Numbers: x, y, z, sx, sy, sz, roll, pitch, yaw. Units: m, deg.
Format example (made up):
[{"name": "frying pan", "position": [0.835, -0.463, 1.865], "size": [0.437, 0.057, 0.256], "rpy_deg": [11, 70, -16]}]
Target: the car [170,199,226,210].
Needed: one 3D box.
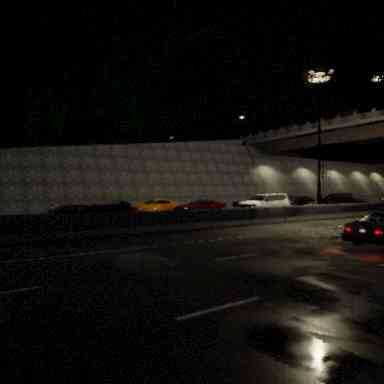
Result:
[{"name": "car", "position": [0.815, 1.404, 30.326], "size": [5.008, 1.535, 1.882], "rpy_deg": [0, 0, -35]}]

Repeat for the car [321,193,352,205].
[{"name": "car", "position": [18.759, 1.151, 43.003], "size": [5.566, 2.045, 2.150], "rpy_deg": [1, 0, -35]}]

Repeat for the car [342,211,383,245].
[{"name": "car", "position": [8.519, 1.526, 14.099], "size": [5.357, 1.411, 2.033], "rpy_deg": [0, 0, -35]}]

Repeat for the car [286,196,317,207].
[{"name": "car", "position": [16.537, 1.408, 50.032], "size": [4.892, 1.490, 1.837], "rpy_deg": [-1, 1, -35]}]

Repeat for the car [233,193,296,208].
[{"name": "car", "position": [6.566, 1.156, 30.114], "size": [5.566, 2.045, 2.150], "rpy_deg": [0, 0, -36]}]

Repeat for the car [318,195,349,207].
[{"name": "car", "position": [20.707, 1.271, 48.723], "size": [4.553, 1.767, 2.097], "rpy_deg": [0, 0, -35]}]

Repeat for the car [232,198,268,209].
[{"name": "car", "position": [7.601, 1.506, 43.681], "size": [4.718, 1.301, 1.895], "rpy_deg": [0, 0, -35]}]

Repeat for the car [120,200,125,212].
[{"name": "car", "position": [-7.574, 1.506, 32.950], "size": [4.718, 1.301, 1.895], "rpy_deg": [0, 0, -35]}]

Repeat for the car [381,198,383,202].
[{"name": "car", "position": [32.103, 1.237, 52.473], "size": [5.566, 2.045, 2.150], "rpy_deg": [0, 0, -35]}]

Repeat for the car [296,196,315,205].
[{"name": "car", "position": [13.487, 1.266, 43.571], "size": [4.553, 1.767, 2.097], "rpy_deg": [0, 0, -35]}]

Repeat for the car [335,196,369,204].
[{"name": "car", "position": [19.268, 1.501, 39.090], "size": [4.181, 1.385, 1.994], "rpy_deg": [0, 0, -35]}]

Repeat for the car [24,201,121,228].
[{"name": "car", "position": [-7.380, 1.484, 20.213], "size": [5.357, 1.411, 2.033], "rpy_deg": [0, 0, -35]}]

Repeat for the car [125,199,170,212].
[{"name": "car", "position": [-3.429, 1.393, 31.606], "size": [5.008, 1.535, 1.882], "rpy_deg": [0, 0, -35]}]
